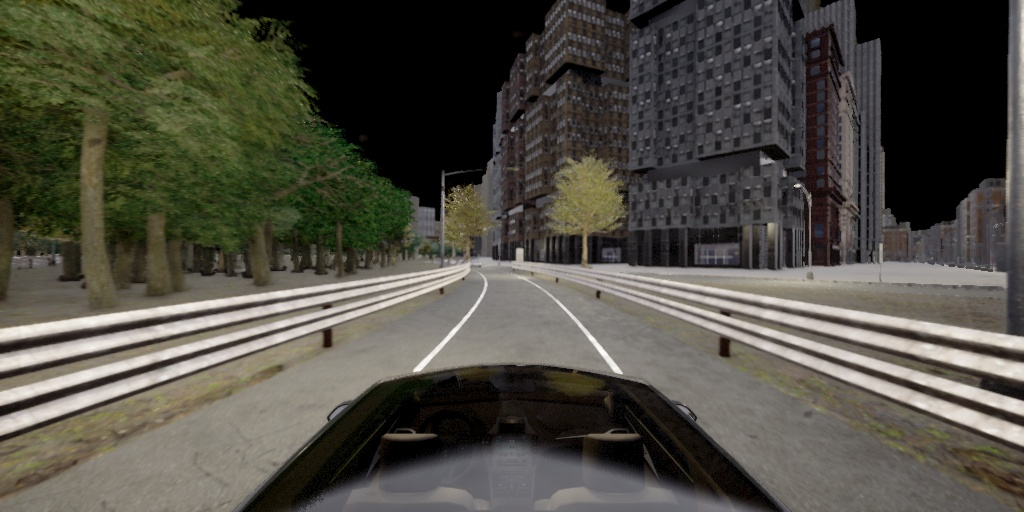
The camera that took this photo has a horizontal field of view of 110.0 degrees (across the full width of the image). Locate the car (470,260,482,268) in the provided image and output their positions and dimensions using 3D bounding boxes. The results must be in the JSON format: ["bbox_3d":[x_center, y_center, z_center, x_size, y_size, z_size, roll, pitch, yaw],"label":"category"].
[{"bbox_3d":[-6.611,1.378,61.997,1.895,1.301,4.718,0,0,-18],"label":"car"}]
